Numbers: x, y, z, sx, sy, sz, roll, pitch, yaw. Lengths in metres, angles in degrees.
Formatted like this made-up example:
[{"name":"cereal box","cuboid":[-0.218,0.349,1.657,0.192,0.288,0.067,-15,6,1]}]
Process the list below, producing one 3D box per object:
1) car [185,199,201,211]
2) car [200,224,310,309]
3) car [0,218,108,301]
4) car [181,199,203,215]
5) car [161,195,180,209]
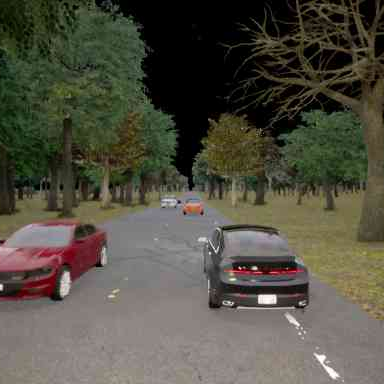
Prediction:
[{"name":"car","cuboid":[0.127,1.764,46.965,2.128,1.511,4.902,0,0,1]},{"name":"car","cuboid":[1.240,1.518,7.880,1.837,1.490,4.892,0,0,0]},{"name":"car","cuboid":[-3.583,1.492,8.598,1.882,1.535,5.008,0,0,0]},{"name":"car","cuboid":[0.149,1.535,36.780,2.097,1.767,4.553,0,0,0]},{"name":"car","cuboid":[-3.497,1.530,51.261,2.150,2.045,5.566,0,0,0]}]
